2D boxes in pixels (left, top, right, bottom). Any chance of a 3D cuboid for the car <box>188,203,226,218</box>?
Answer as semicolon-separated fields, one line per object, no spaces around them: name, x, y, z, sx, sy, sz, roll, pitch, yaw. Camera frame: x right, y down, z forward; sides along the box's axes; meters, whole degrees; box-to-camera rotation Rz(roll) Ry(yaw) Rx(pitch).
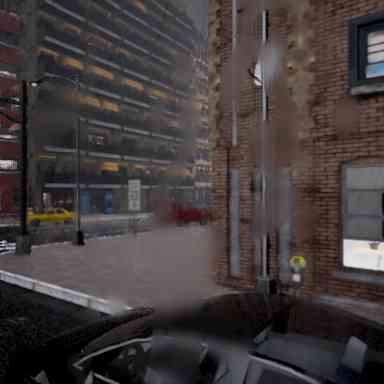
car;1.830;2.142;39.160;2.128;1.511;4.902;0;-1;35

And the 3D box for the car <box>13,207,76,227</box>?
car;-10.994;1.847;25.398;1.752;1.417;4.829;-1;-2;35

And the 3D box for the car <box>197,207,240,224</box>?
car;2.474;2.052;30.078;1.887;1.381;4.507;-2;-2;35

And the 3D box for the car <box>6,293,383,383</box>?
car;0.252;1.567;2.695;4.313;1.339;1.947;0;0;36

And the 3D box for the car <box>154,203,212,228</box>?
car;-0.776;1.720;25.445;2.192;1.841;5.009;-2;-2;35

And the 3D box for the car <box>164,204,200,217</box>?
car;-1.150;2.178;39.455;1.887;1.381;4.507;-1;-2;35
